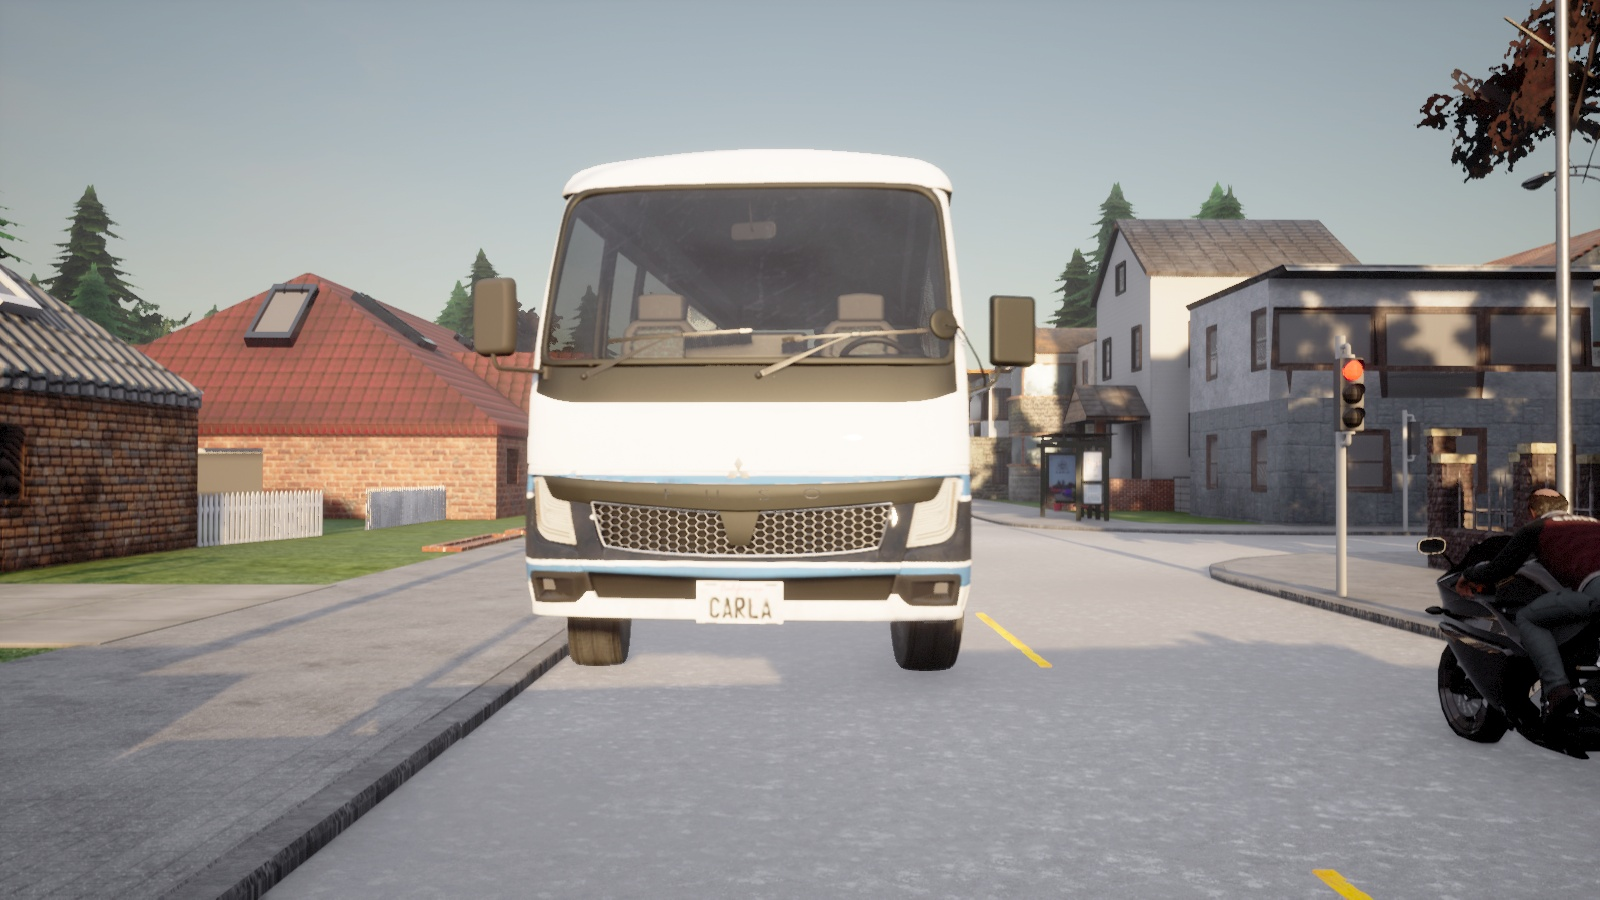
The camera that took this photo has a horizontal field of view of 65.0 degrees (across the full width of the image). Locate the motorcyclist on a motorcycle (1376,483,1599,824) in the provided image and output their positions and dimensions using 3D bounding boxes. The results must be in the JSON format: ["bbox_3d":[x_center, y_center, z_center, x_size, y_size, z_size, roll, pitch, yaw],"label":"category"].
[{"bbox_3d":[4.037,0.950,6.681,0.866,1.530,2.191,0,-1,-2],"label":"motorcyclist on a motorcycle"}]

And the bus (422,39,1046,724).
[{"bbox_3d":[-0.083,-0.335,13.051,3.944,4.253,10.273,0,-1,4],"label":"bus"}]
